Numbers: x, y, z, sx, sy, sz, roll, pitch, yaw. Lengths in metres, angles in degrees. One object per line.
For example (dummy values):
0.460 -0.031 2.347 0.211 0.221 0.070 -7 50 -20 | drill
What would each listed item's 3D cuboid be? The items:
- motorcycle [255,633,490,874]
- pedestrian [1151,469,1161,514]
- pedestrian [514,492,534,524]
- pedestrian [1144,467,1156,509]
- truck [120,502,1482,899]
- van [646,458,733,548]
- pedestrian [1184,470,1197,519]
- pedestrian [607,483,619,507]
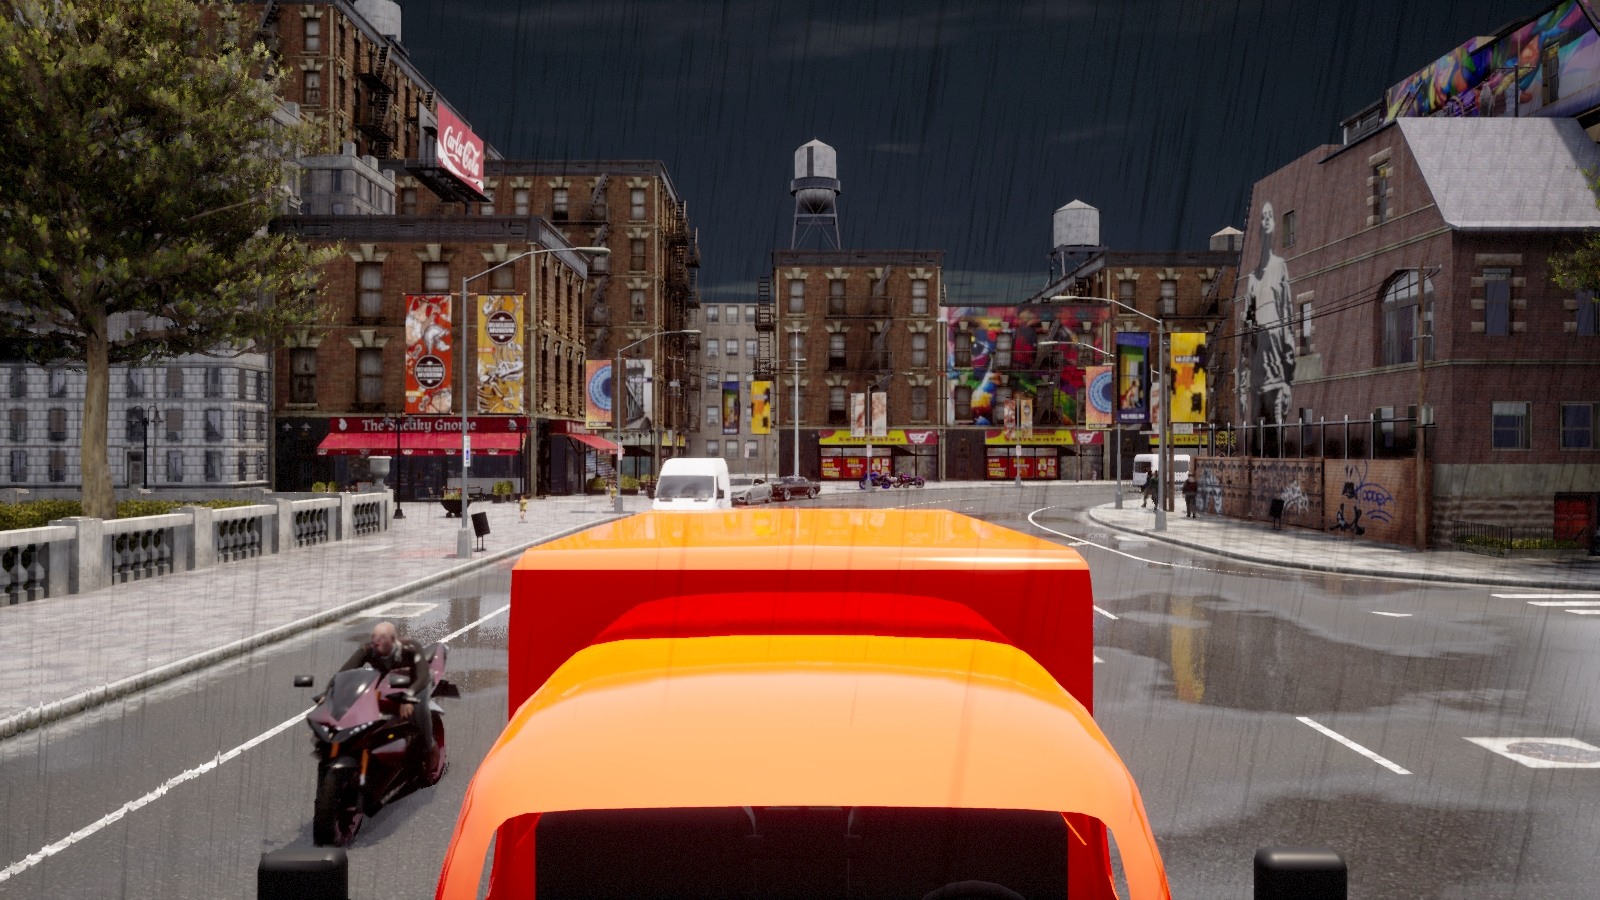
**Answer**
-3.172 2.209 8.770 0.867 1.251 2.209 0 0 3 | motorcycle
14.779 1.715 47.434 0.375 1.860 0.375 0 0 8 | pedestrian
-9.994 2.092 41.381 0.500 1.100 0.500 0 0 30 | pedestrian
15.660 1.716 51.163 0.375 1.860 0.375 0 0 -34 | pedestrian
-0.002 1.571 4.805 2.627 2.467 5.204 0 0 0 | truck
-3.363 1.548 35.953 1.988 2.561 5.915 0 0 2 | van
15.135 1.714 44.280 0.375 1.860 0.375 0 0 3 | pedestrian
-8.651 2.097 52.922 0.500 1.100 0.500 0 0 -1 | pedestrian
